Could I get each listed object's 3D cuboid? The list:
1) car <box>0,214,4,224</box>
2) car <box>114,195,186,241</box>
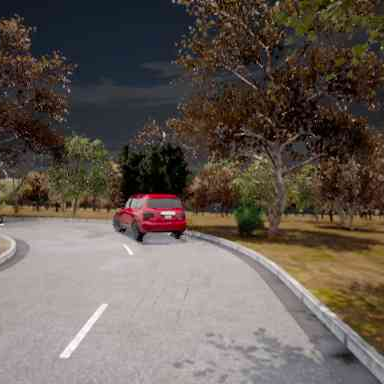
[{"bbox_3d":[-13.578,1.449,19.892,4.181,1.385,1.994,0,0,7],"label":"car"},{"bbox_3d":[-2.224,1.158,16.562,2.150,2.045,5.566,1,0,-26],"label":"car"}]
